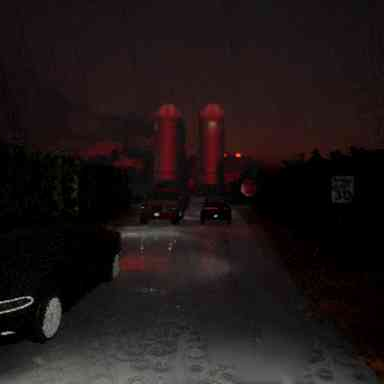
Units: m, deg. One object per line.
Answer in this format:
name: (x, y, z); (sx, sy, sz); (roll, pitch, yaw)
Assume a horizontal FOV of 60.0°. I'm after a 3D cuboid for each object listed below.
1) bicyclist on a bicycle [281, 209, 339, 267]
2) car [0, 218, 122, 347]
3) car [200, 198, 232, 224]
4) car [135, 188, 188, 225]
bicyclist on a bicycle: (3.336, 1.304, 9.282); (1.656, 1.620, 0.582); (1, 1, 4)
car: (-2.830, 1.354, 6.515); (1.882, 1.535, 5.008); (1, 1, 4)
car: (1.541, 1.125, 21.524); (2.128, 1.511, 4.902); (1, 1, 4)
car: (-1.755, 0.819, 21.169); (2.150, 2.045, 5.566); (1, 2, 4)
